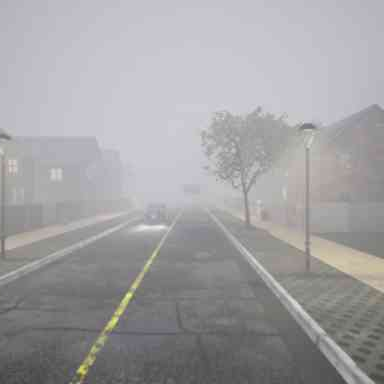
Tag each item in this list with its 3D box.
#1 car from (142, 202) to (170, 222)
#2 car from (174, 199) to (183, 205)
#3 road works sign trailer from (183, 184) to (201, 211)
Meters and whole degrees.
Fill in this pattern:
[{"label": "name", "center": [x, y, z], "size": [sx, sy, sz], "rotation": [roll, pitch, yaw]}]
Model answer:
[{"label": "car", "center": [-2.857, 1.595, 27.130], "size": [2.128, 1.511, 4.902], "rotation": [0, 0, 0]}, {"label": "car", "center": [-2.771, 2.029, 68.529], "size": [1.895, 1.301, 4.718], "rotation": [0, -1, 0]}, {"label": "road works sign trailer", "center": [-0.008, 0.688, 44.814], "size": [2.380, 3.560, 2.880], "rotation": [0, 0, 0]}]
